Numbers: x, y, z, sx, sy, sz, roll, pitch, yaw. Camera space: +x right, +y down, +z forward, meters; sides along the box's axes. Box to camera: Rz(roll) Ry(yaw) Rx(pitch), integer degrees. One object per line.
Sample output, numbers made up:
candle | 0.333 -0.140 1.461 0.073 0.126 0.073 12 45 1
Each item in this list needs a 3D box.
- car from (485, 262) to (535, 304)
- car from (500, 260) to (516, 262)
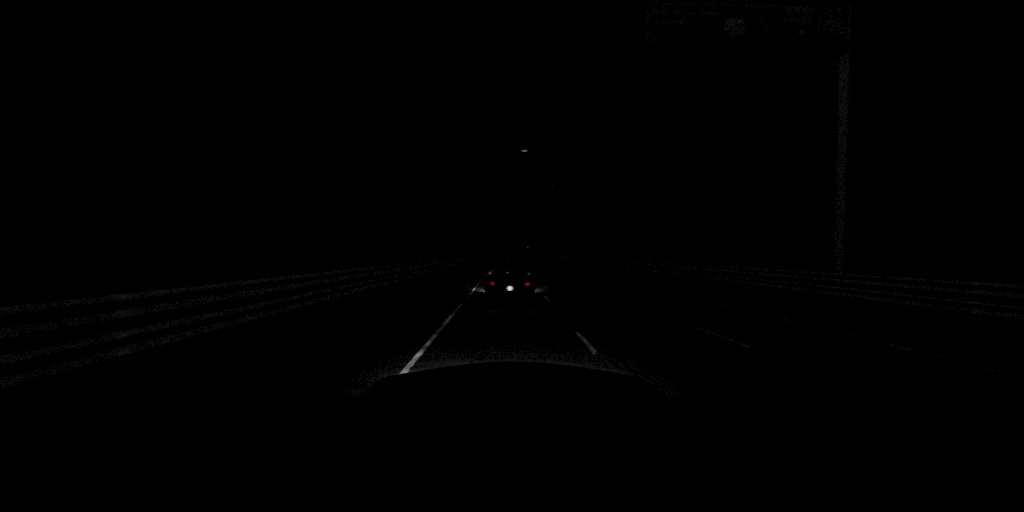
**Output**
car | -0.110 1.163 15.471 1.994 1.385 4.181 1 1 -1
car | -0.377 1.047 32.147 1.895 1.301 4.718 1 0 -1
